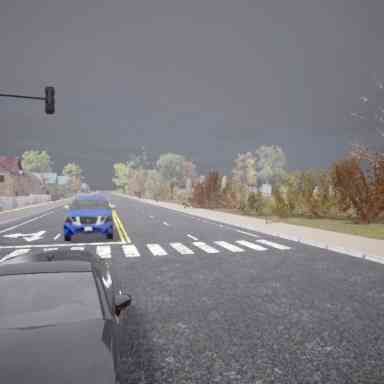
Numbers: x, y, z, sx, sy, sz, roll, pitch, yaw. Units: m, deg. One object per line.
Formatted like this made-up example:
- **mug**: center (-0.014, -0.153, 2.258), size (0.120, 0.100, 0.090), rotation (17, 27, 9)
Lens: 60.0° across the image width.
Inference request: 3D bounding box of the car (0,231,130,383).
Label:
- **car**: center (-1.746, 1.525, 3.976), size (1.812, 1.442, 4.674), rotation (0, 0, -12)

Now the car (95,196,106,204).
- **car**: center (-17.432, 1.450, 63.452), size (1.837, 1.490, 4.892), rotation (0, 0, -15)

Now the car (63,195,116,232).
- **car**: center (-5.140, 1.214, 16.915), size (2.150, 2.045, 5.566), rotation (0, 0, -15)
